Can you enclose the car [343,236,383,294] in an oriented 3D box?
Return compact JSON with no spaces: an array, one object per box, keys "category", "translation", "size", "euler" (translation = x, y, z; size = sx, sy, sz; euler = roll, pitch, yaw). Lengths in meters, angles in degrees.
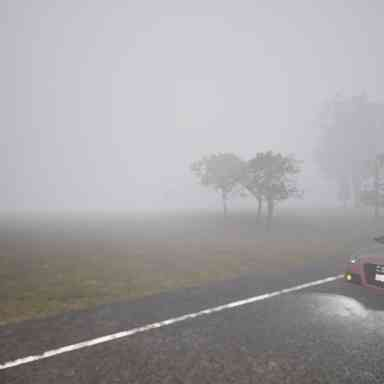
[{"category":"car","translation":[5.446,1.540,7.785],"size":[4.181,1.385,1.994],"euler":[0,0,-35]}]
